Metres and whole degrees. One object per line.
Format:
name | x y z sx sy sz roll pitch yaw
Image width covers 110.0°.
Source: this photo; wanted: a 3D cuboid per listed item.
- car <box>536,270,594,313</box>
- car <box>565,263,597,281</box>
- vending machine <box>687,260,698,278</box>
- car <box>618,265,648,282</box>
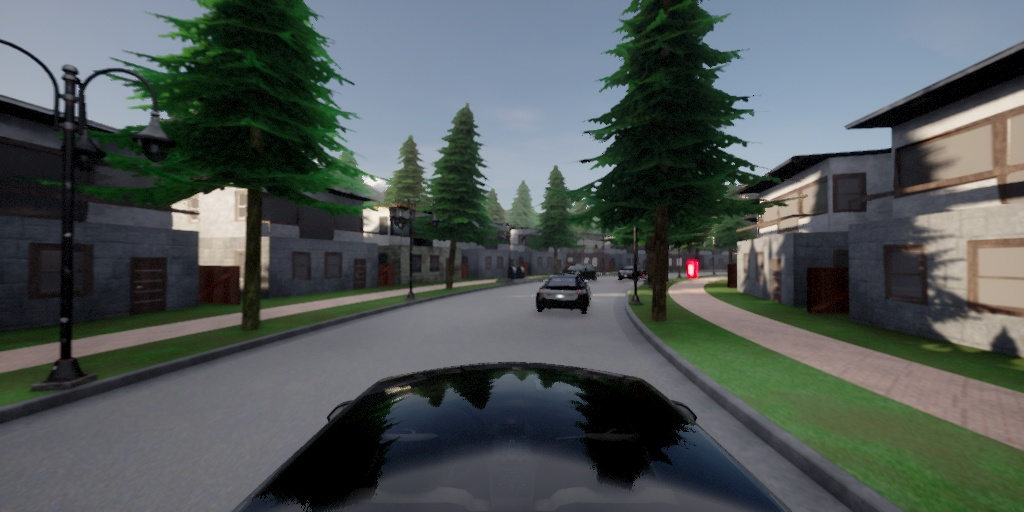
car | 2.259 1.467 15.023 1.994 1.385 4.181 0 -1 14
car | 6.010 1.459 32.634 2.097 1.767 4.553 0 -1 34
vending machine | 18.901 1.380 37.552 1.100 2.100 0.880 0 0 43
car | 11.818 1.632 34.631 2.128 1.511 4.902 0 -1 36
